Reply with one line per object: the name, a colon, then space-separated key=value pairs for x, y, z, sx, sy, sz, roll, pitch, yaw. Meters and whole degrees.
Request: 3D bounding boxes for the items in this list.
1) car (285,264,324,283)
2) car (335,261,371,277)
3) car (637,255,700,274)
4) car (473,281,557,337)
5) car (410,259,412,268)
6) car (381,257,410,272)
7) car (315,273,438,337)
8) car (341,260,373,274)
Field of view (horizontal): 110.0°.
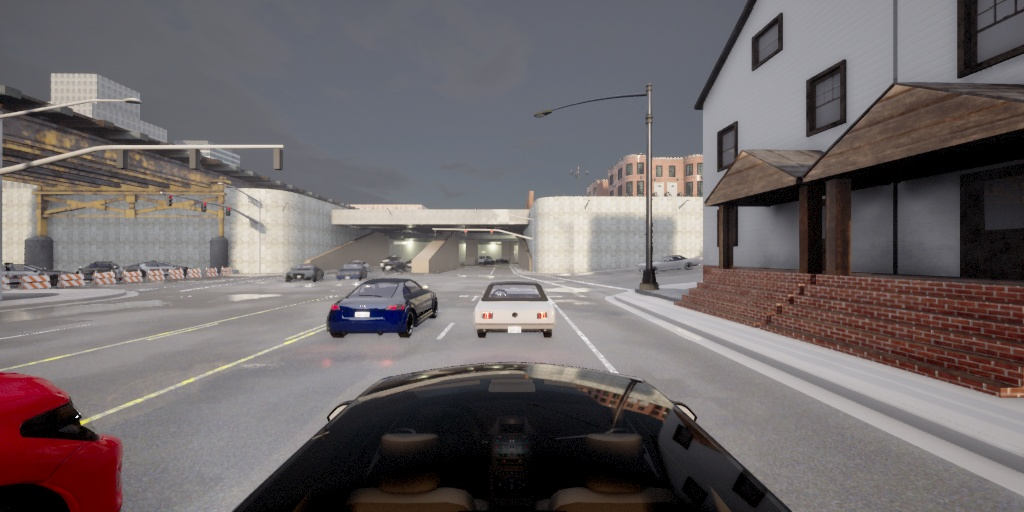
car: x=-15.999 y=1.314 z=27.833 sx=1.994 sy=1.385 sz=4.181 roll=0 pitch=0 yaw=-17
car: x=-13.340 y=1.297 z=30.071 sx=2.033 sy=1.411 sz=5.357 roll=0 pitch=0 yaw=-16
car: x=13.060 y=0.665 z=30.175 sx=4.718 sy=1.301 sz=1.895 roll=-7 pitch=0 yaw=0
car: x=0.072 y=1.351 z=10.197 sx=1.895 sy=1.301 sz=4.718 roll=0 pitch=0 yaw=0
car: x=-15.098 y=1.351 z=56.865 sx=1.895 sy=1.301 sz=4.718 roll=0 pitch=0 yaw=-1
car: x=-14.802 y=1.241 z=44.960 sx=2.128 sy=1.511 sz=4.902 roll=0 pitch=0 yaw=-2
car: x=-3.429 y=1.314 z=10.243 sx=1.994 sy=1.385 sz=4.181 roll=0 pitch=0 yaw=0
car: x=-18.221 y=1.276 z=42.340 sx=1.812 sy=1.442 sz=4.674 roll=0 pitch=0 yaw=-2
